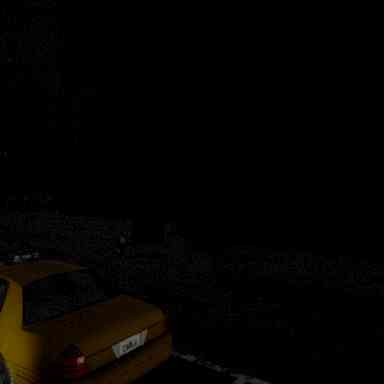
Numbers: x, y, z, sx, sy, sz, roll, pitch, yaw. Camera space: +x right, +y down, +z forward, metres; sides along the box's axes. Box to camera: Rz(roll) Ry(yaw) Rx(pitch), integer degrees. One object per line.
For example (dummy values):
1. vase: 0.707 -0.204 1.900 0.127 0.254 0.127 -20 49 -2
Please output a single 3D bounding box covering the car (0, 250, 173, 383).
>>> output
1. car: -2.510 1.524 4.751 4.829 1.417 1.752 0 0 36
